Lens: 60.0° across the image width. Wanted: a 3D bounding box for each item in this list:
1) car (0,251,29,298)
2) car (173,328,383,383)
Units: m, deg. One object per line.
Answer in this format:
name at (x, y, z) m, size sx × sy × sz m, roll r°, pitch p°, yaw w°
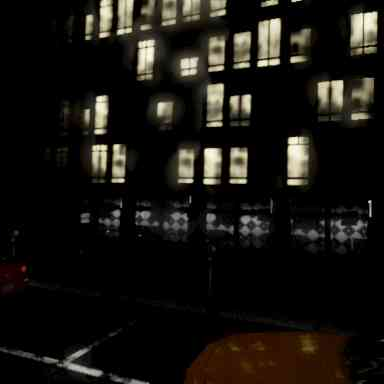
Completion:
car at (-5.605, 1.723, 7.430) m, size 4.206 × 1.307 × 1.802 m, roll 1°, pitch -3°, yaw 21°
car at (2.378, 1.663, 2.419) m, size 5.366 × 1.575 × 1.801 m, roll 1°, pitch -3°, yaw 21°
